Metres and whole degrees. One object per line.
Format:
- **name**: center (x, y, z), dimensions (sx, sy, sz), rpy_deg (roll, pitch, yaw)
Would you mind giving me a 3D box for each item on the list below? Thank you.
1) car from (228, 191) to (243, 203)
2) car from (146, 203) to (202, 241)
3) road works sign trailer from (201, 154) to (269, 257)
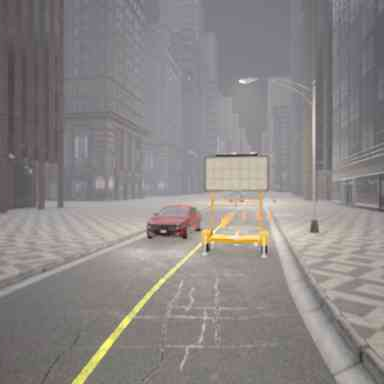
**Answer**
- **car**: center (7.606, 0.721, 57.532), dimensions (2.150, 2.045, 5.566), rpy_deg (0, 1, 12)
- **car**: center (-0.719, 1.362, 16.392), dimensions (1.882, 1.535, 5.008), rpy_deg (0, 0, 11)
- **road works sign trailer**: center (1.688, 0.374, 12.632), dimensions (2.380, 3.560, 2.880), rpy_deg (0, 0, 11)
